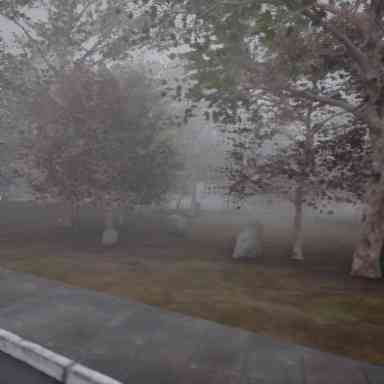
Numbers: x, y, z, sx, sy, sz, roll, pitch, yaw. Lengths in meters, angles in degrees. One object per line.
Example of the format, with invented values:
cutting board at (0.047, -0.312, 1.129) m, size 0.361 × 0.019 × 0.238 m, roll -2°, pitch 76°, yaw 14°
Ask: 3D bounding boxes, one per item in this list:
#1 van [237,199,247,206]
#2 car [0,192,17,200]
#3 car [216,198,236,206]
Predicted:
van at (12.604, 2.951, 93.121) m, size 1.878 × 1.987 × 4.442 m, roll 4°, pitch 1°, yaw 45°
car at (-23.429, 0.144, 39.360) m, size 1.882 × 1.535 × 5.008 m, roll 4°, pitch -2°, yaw 37°
car at (8.773, 2.684, 89.243) m, size 2.435 × 2.045 × 5.566 m, roll 4°, pitch 1°, yaw 45°
